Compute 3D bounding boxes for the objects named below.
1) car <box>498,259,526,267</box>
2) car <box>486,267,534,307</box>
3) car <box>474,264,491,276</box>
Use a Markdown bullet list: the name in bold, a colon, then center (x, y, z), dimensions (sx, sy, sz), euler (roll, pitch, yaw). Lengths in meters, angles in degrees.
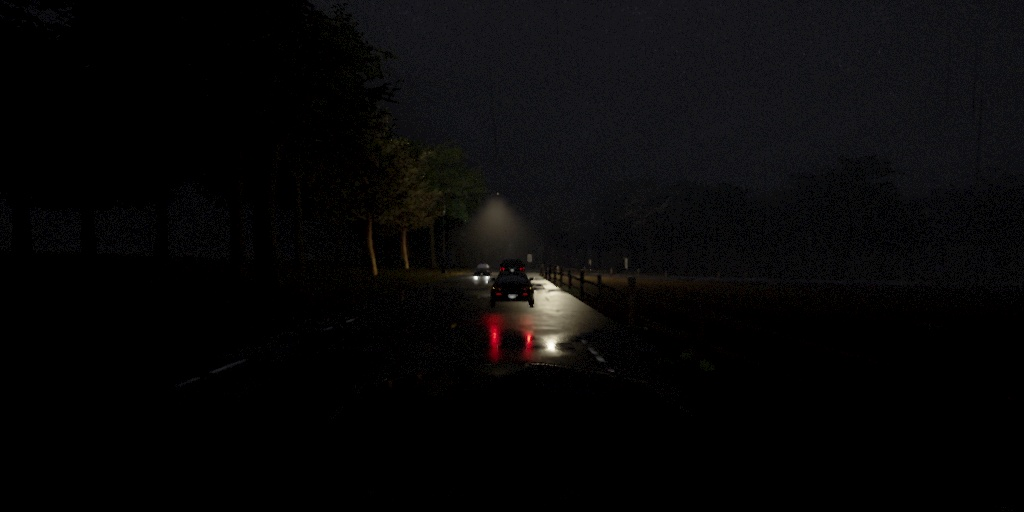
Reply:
- **car**: center (0.020, 1.242, 30.882), dimensions (2.150, 2.045, 5.566), euler (0, 0, 0)
- **car**: center (0.014, 1.411, 16.234), dimensions (1.812, 1.442, 4.674), euler (0, 0, 0)
- **car**: center (-3.473, 1.689, 43.610), dimensions (2.033, 1.411, 5.357), euler (0, -1, 0)
